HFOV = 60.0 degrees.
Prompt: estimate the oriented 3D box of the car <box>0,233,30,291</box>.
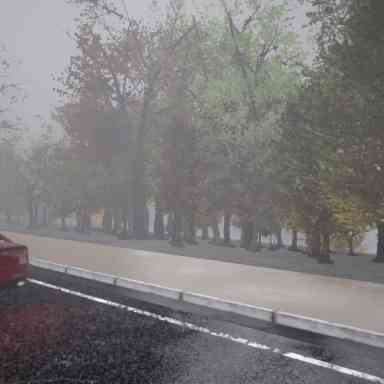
[{"bbox_3d":[-5.823,1.476,7.801,5.008,1.535,1.882,-1,0,35],"label":"car"}]
